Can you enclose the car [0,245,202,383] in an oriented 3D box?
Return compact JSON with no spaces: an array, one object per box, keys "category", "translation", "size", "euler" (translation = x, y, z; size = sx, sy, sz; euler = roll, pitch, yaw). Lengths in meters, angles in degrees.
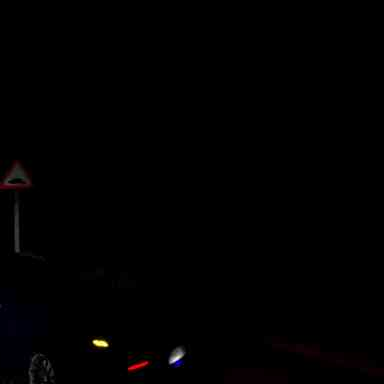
[{"category":"car","translation":[-2.032,1.519,4.828],"size":[4.674,1.442,1.812],"euler":[0,0,36]}]
